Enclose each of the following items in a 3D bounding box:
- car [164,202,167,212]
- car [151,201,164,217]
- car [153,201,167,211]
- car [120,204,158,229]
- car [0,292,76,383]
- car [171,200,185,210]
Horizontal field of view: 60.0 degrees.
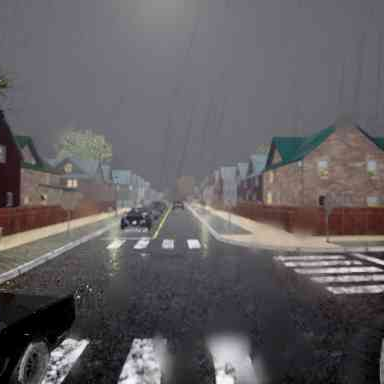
[{"bbox_3d":[-4.522,1.964,42.173,1.812,1.442,4.674,0,-1,-2],"label":"car"},{"bbox_3d":[-4.100,1.858,32.415,2.033,1.411,5.357,0,-1,-2],"label":"car"},{"bbox_3d":[-4.920,2.141,52.046,1.994,1.385,4.181,0,-1,-2],"label":"car"},{"bbox_3d":[-3.680,1.767,23.038,1.994,1.385,4.181,0,-1,-1],"label":"car"},{"bbox_3d":[-2.857,1.621,2.547,1.895,1.301,4.718,0,0,8],"label":"car"},{"bbox_3d":[-2.115,2.081,52.037,1.837,1.490,4.892,0,-1,-3],"label":"car"}]
